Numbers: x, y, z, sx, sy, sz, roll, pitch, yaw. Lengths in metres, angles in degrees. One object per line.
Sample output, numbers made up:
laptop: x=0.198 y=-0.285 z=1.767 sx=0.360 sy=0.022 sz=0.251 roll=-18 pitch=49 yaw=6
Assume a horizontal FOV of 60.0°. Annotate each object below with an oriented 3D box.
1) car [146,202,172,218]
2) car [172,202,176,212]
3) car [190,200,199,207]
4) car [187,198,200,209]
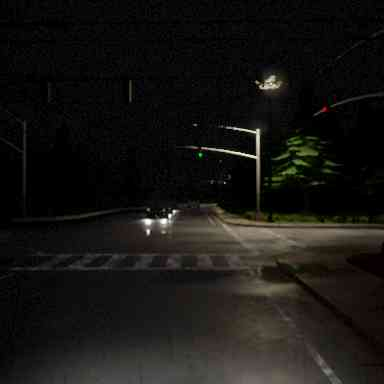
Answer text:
car: x=-3.592 y=1.845 z=35.546 sx=2.097 sy=1.767 sz=4.553 roll=0 pitch=-1 yaw=0
car: x=-3.575 y=2.131 z=45.413 sx=1.837 sy=1.490 sz=4.892 roll=0 pitch=-1 yaw=0
car: x=0.663 y=2.484 z=74.108 sx=1.882 sy=1.535 sz=5.008 roll=0 pitch=-1 yaw=2
car: x=0.335 y=2.057 z=61.717 sx=2.150 sy=2.045 sz=5.566 roll=0 pitch=-1 yaw=2
